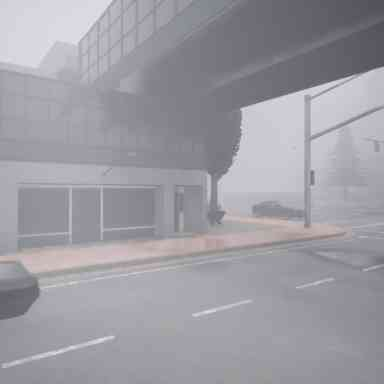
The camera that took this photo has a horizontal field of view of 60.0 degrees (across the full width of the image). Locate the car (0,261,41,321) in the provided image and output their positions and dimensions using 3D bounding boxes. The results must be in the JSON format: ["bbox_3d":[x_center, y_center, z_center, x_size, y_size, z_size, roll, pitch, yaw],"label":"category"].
[{"bbox_3d":[-4.901,1.601,4.795,4.718,1.301,1.895,0,0,-36],"label":"car"}]

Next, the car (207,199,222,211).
[{"bbox_3d":[1.252,1.478,36.849,1.882,1.535,5.008,0,0,-36],"label":"car"}]

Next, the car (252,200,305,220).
[{"bbox_3d":[7.353,1.478,28.381,1.882,1.535,5.008,0,0,-36],"label":"car"}]
